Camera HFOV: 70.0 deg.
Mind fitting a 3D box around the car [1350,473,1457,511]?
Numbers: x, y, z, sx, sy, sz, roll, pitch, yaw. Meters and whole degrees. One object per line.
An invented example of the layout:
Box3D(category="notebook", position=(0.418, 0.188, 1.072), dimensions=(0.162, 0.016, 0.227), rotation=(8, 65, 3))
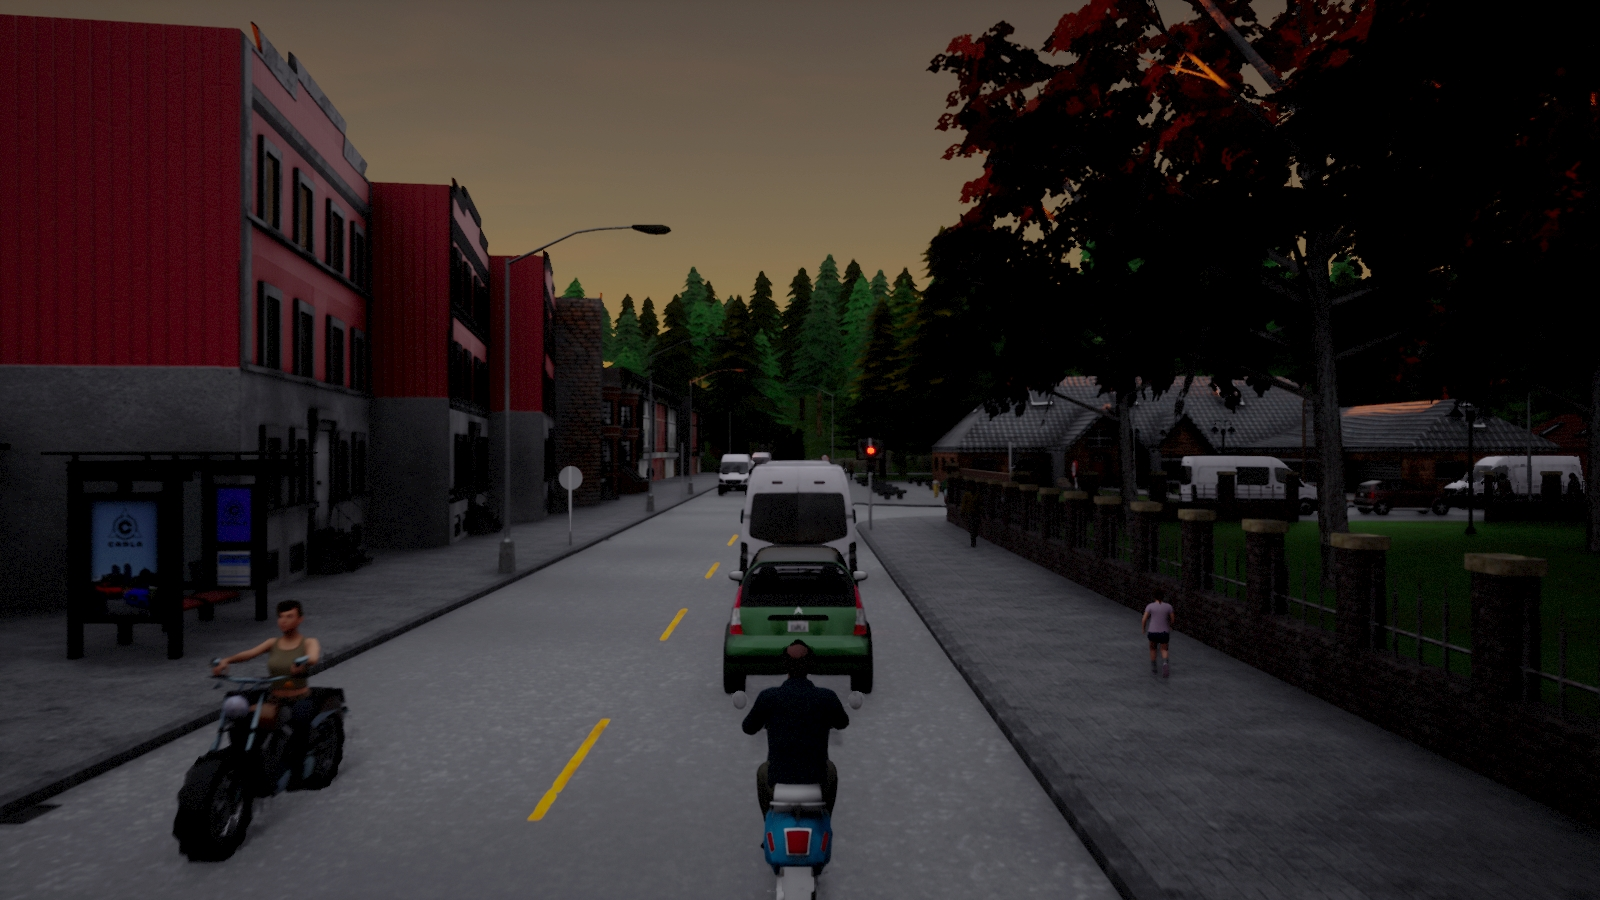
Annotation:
Box3D(category="car", position=(26.113, 1.806, 49.527), dimensions=(3.705, 1.549, 1.789), rotation=(0, 0, 0))

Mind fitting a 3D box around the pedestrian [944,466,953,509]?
Box3D(category="pedestrian", position=(6.427, 1.628, 49.353), dimensions=(0.375, 1.860, 0.375), rotation=(0, 0, 12))

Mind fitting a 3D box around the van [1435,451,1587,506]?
Box3D(category="van", position=(33.329, 1.314, 53.647), dimensions=(5.915, 2.561, 1.988), rotation=(0, 0, 0))

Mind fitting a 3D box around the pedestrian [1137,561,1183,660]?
Box3D(category="pedestrian", position=(4.299, 1.904, 13.662), dimensions=(0.500, 1.100, 0.500), rotation=(0, 0, 14))

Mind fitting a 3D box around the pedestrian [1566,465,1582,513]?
Box3D(category="pedestrian", position=(30.099, 1.525, 44.437), dimensions=(0.375, 1.860, 0.375), rotation=(0, 0, -1))

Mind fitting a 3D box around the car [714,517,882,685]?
Box3D(category="car", position=(-0.025, 1.779, 14.586), dimensions=(1.851, 1.617, 3.988), rotation=(0, 0, 0))

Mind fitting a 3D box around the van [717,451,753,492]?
Box3D(category="van", position=(-4.122, 1.314, 73.094), dimensions=(1.988, 2.561, 5.915), rotation=(0, 0, 0))

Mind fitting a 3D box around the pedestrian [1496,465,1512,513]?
Box3D(category="pedestrian", position=(27.572, 1.525, 44.734), dimensions=(0.375, 1.860, 0.375), rotation=(0, 0, -10))

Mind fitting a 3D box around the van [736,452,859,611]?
Box3D(category="van", position=(-0.045, 1.314, 21.371), dimensions=(1.988, 2.561, 5.915), rotation=(0, 0, 0))

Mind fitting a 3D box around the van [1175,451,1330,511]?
Box3D(category="van", position=(19.576, 1.314, 49.587), dimensions=(5.915, 2.561, 1.988), rotation=(0, 0, 1))

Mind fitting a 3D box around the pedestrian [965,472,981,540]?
Box3D(category="pedestrian", position=(4.760, 1.525, 31.434), dimensions=(0.375, 1.860, 0.375), rotation=(0, 0, -1))

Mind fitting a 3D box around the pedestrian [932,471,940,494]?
Box3D(category="pedestrian", position=(7.523, 1.803, 63.269), dimensions=(0.375, 1.300, 0.375), rotation=(0, 0, 1))
